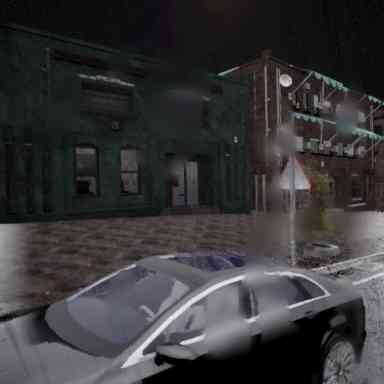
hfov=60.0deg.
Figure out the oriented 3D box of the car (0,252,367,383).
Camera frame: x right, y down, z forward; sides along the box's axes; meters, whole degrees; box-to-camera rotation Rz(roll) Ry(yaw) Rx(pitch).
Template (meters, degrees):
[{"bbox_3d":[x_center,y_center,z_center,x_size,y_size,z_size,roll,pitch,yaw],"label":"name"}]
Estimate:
[{"bbox_3d":[-0.086,1.452,3.430,4.902,1.511,2.128,2,-2,-36],"label":"car"}]
